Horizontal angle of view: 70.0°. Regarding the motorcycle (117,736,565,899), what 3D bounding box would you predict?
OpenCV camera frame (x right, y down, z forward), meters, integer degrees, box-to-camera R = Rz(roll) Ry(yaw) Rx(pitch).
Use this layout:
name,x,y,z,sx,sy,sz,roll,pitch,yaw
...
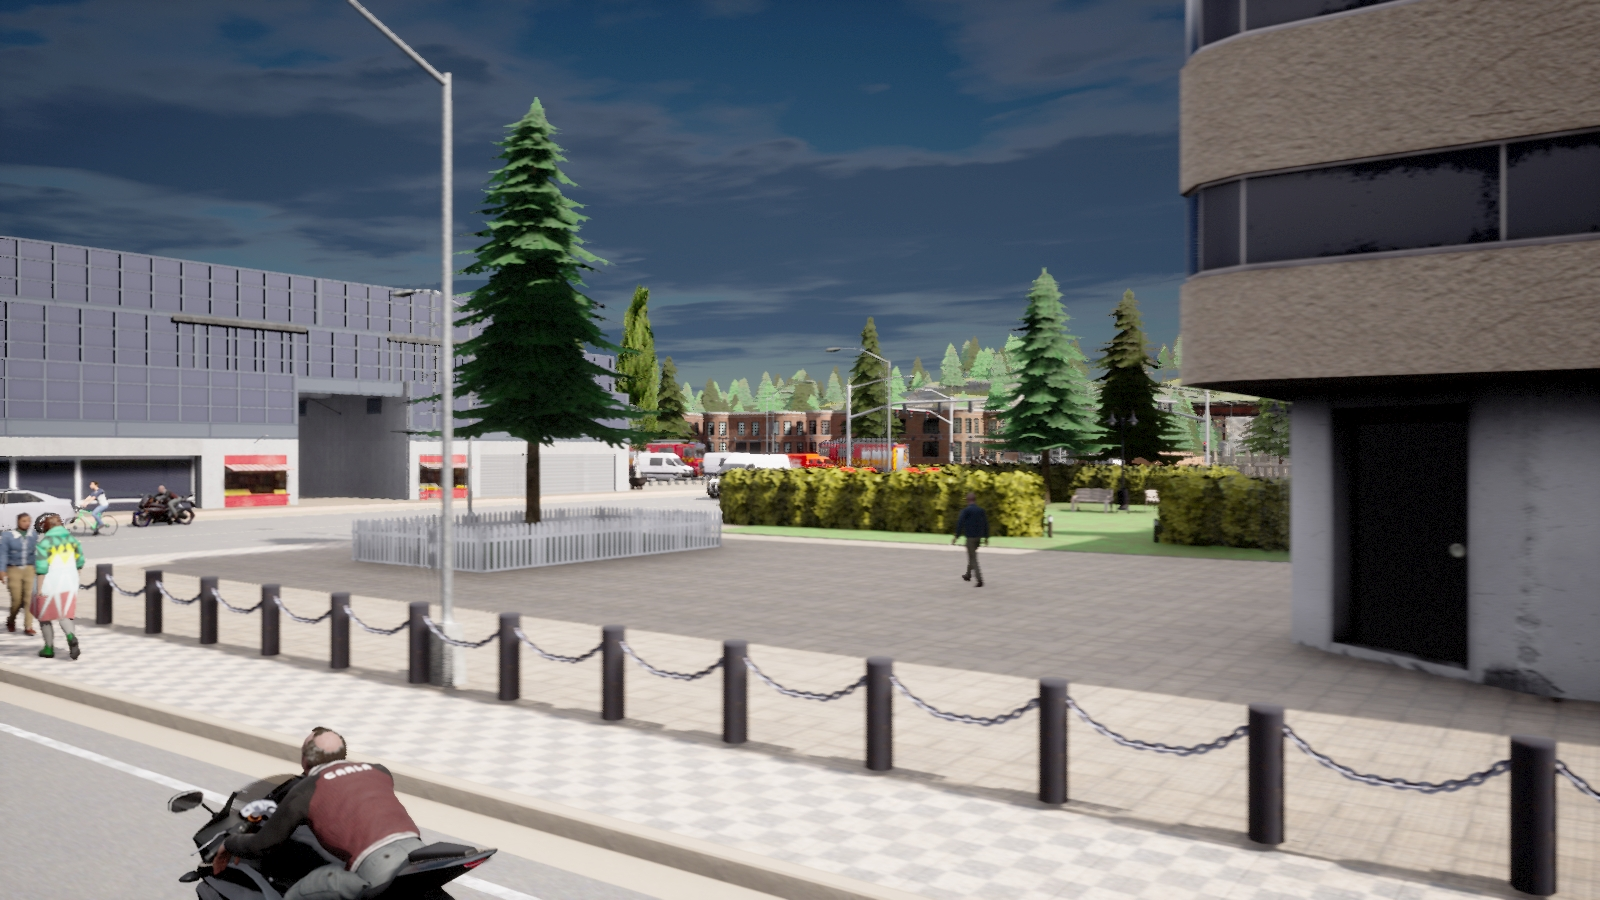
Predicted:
name,x,y,z,sx,sy,sz,roll,pitch,yaw
motorcycle,-2.189,2.206,5.316,2.209,1.251,0.867,0,0,35

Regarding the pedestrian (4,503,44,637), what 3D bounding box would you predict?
name,x,y,z,sx,sy,sz,roll,pitch,yaw
pedestrian,-11.114,1.702,16.369,0.375,1.860,0.375,0,0,39

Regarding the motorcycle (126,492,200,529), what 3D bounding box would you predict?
name,x,y,z,sx,sy,sz,roll,pitch,yaw
motorcycle,-23.438,2.211,42.060,0.867,1.251,2.209,0,0,35

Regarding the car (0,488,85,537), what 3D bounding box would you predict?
name,x,y,z,sx,sy,sz,roll,pitch,yaw
car,-26.639,2.067,37.498,2.231,1.480,4.892,0,0,35

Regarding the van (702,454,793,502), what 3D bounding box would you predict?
name,x,y,z,sx,sy,sz,roll,pitch,yaw
van,-2.905,1.540,65.133,1.988,2.561,5.915,0,0,35

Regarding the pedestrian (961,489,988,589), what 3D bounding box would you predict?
name,x,y,z,sx,sy,sz,roll,pitch,yaw
pedestrian,3.302,1.679,21.624,0.375,1.860,0.375,0,0,-20

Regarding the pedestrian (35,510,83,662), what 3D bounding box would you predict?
name,x,y,z,sx,sy,sz,roll,pitch,yaw
pedestrian,-9.374,1.700,14.457,0.375,1.860,0.375,0,0,29
